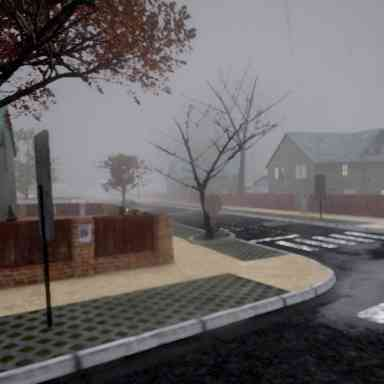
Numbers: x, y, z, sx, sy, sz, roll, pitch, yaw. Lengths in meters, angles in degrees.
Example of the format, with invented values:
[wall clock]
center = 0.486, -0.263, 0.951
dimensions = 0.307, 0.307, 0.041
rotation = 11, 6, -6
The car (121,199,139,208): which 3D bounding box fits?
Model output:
[car]
center = -9.391, 1.755, 50.193
dimensions = 1.895, 1.301, 4.718
rotation = -3, 1, -21
